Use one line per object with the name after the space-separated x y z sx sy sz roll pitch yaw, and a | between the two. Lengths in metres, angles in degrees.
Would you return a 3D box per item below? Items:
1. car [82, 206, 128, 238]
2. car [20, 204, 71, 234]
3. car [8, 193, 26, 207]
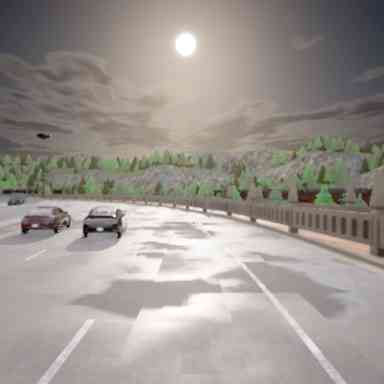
-4.489 1.483 17.580 2.128 1.511 4.902 0 0 -7 | car
-8.204 1.517 18.963 1.812 1.442 4.674 0 0 -8 | car
-25.991 1.199 49.452 2.150 2.045 5.566 0 0 -28 | car
